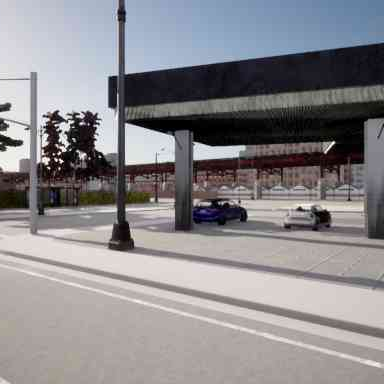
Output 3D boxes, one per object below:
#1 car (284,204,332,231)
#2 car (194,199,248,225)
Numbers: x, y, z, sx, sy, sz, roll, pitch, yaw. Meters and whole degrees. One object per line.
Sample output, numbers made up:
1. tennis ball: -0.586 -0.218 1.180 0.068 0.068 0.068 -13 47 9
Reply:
1. car: 7.112 1.456 20.206 1.970 1.475 3.806 0 0 37
2. car: 2.032 1.295 22.995 2.242 1.667 4.611 0 0 37
